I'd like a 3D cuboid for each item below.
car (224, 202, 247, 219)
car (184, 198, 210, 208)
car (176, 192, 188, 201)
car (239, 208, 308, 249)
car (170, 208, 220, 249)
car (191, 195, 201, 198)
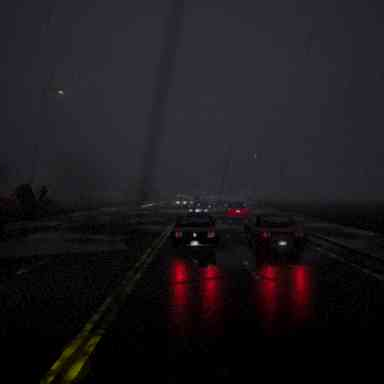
[{"bbox_3d":[3.878,1.562,29.409,1.994,1.385,4.181,0,0,2],"label":"car"},{"bbox_3d":[0.631,1.553,29.547,2.033,1.411,5.357,0,0,2],"label":"car"},{"bbox_3d":[-2.270,1.110,77.272,2.150,2.045,5.566,0,0,6],"label":"car"},{"bbox_3d":[3.407,1.614,14.551,1.895,1.301,4.718,0,0,1],"label":"car"},{"bbox_3d":[0.158,1.615,14.619,1.895,1.301,4.718,0,0,1],"label":"car"},{"bbox_3d":[0.963,1.384,76.934,1.837,1.490,4.892,0,0,6],"label":"car"}]
